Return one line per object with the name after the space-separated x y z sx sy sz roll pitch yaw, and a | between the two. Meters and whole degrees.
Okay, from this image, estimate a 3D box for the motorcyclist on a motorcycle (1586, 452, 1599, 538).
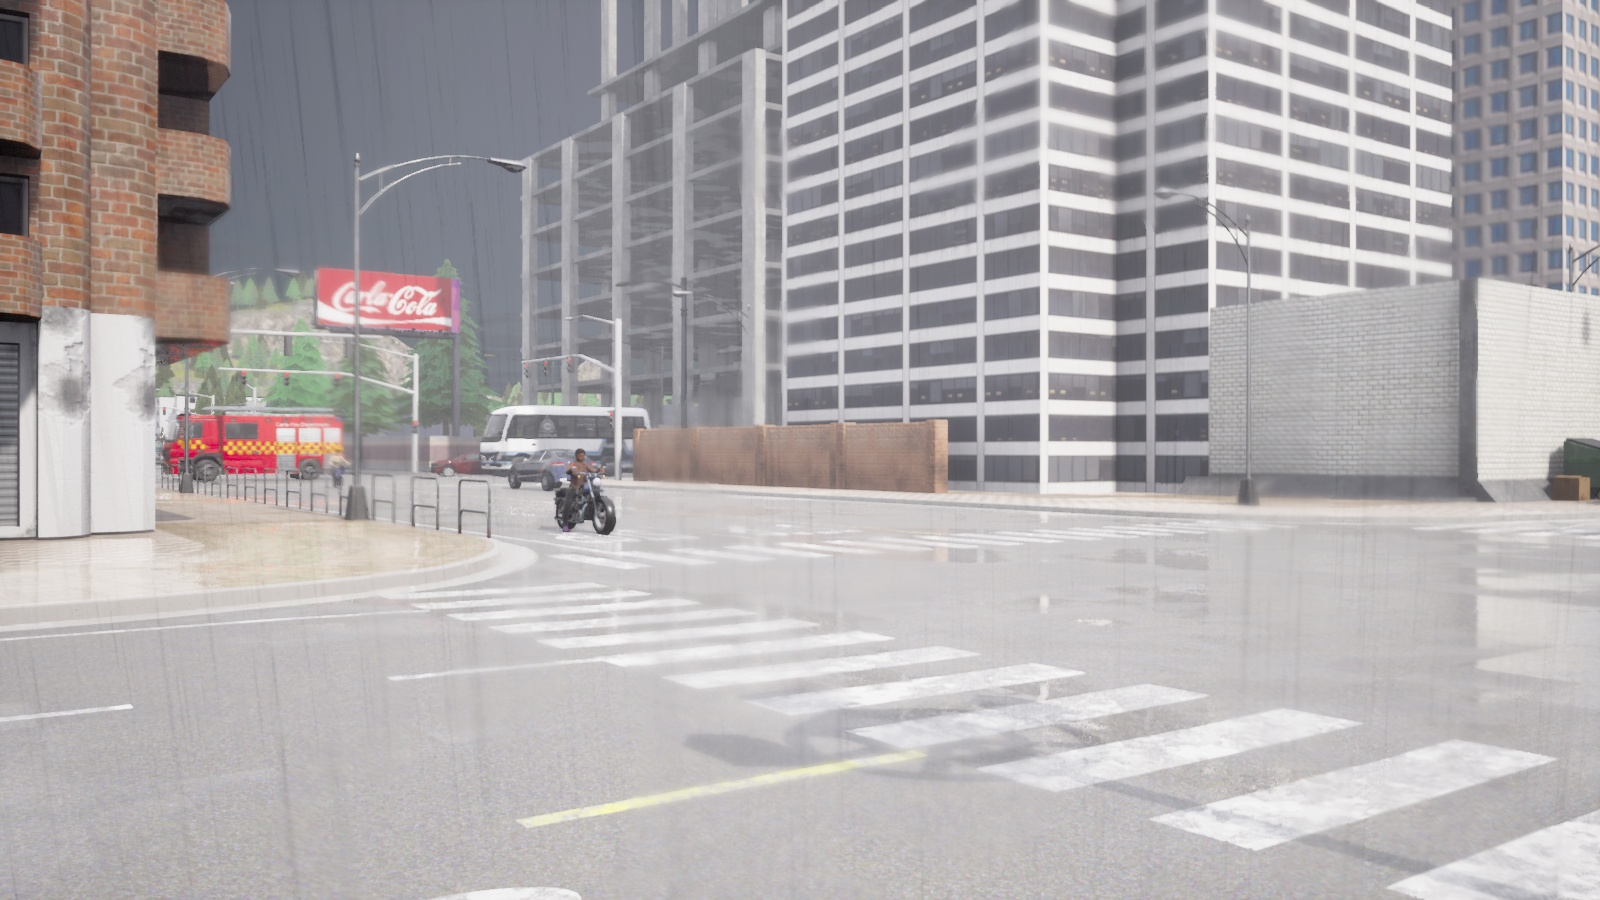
15.399 0.803 23.049 2.191 1.530 0.866 -1 0 -35 | motorcyclist on a motorcycle

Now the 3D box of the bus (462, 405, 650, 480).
-14.524 -0.420 75.254 10.273 4.253 3.944 0 0 -35 | bus

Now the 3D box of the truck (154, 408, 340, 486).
-28.731 -0.170 65.417 8.468 3.827 2.891 0 0 -35 | truck

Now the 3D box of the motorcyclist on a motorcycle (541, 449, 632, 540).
-4.088 0.798 23.884 0.766 1.649 2.350 0 0 -35 | motorcyclist on a motorcycle

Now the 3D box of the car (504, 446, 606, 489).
-9.903 0.684 50.491 2.152 1.651 5.027 0 0 -35 | car

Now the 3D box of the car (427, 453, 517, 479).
-19.885 0.954 76.178 5.008 1.535 1.882 0 0 -27 | car
